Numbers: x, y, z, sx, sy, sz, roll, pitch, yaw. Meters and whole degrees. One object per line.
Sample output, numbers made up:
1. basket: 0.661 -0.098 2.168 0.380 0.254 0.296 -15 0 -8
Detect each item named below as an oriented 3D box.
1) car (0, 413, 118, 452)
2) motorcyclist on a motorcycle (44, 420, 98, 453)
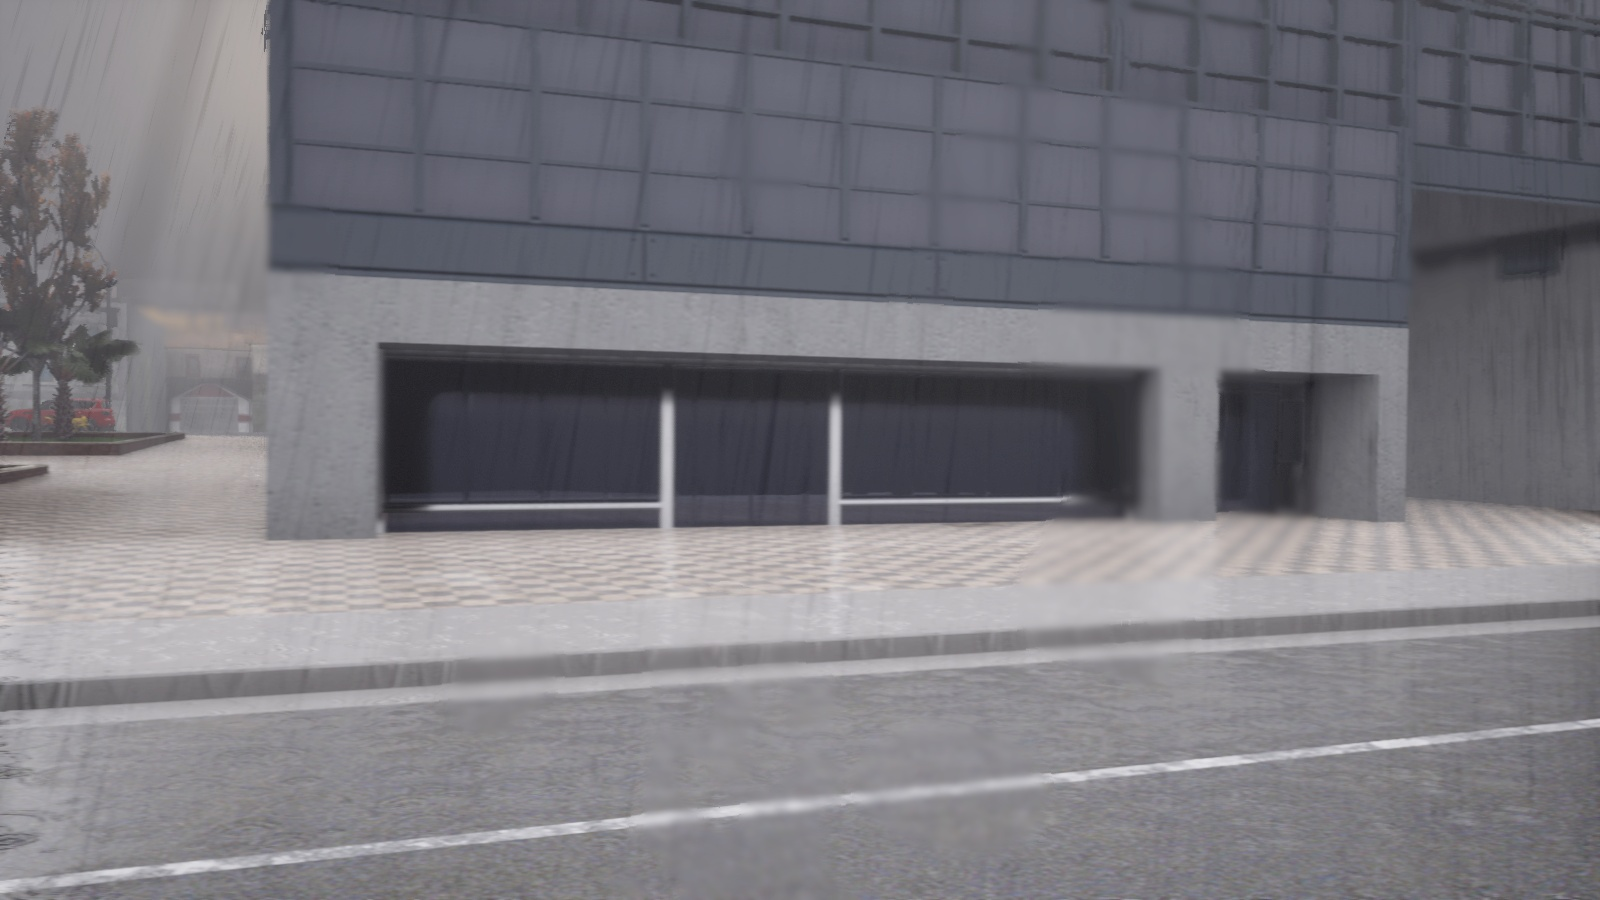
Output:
1. car: -41.899 -0.999 71.047 5.566 2.045 2.150 -1 1 -21
2. motorcyclist on a motorcycle: -34.214 -0.639 58.982 2.044 1.523 0.797 -1 1 -21
